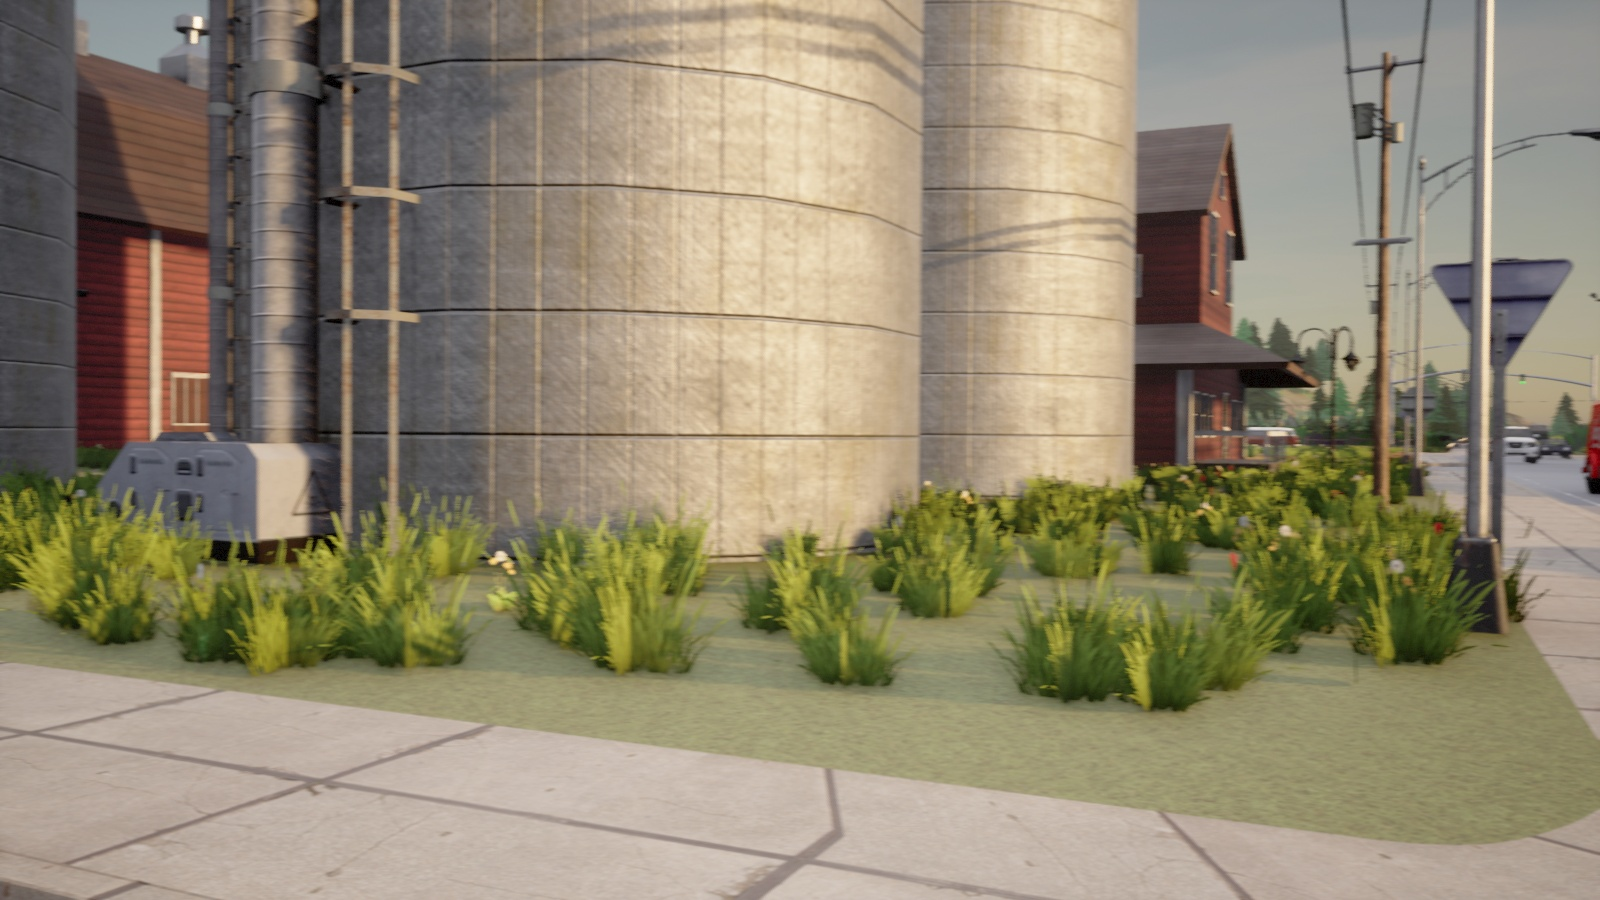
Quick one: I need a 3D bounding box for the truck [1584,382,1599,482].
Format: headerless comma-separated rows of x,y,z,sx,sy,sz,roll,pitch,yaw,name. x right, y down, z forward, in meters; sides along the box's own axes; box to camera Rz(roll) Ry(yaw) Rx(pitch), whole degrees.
21.074,-0.445,30.724,2.627,2.467,5.204,0,1,25,truck

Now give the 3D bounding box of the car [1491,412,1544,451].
39.633,-1.023,69.468,2.150,2.045,5.566,0,1,26,car

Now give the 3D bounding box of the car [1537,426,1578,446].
49.911,-0.951,82.814,1.895,1.301,4.718,0,1,26,car
